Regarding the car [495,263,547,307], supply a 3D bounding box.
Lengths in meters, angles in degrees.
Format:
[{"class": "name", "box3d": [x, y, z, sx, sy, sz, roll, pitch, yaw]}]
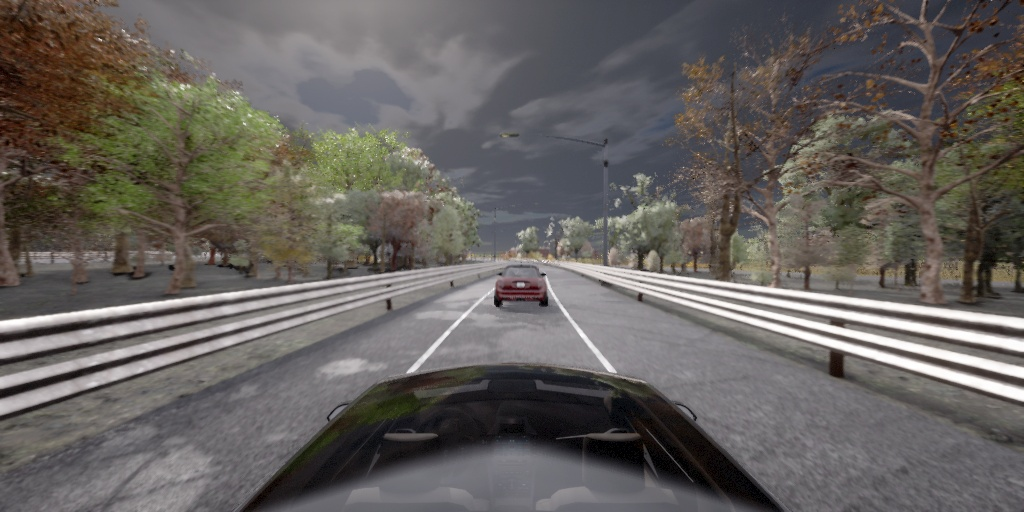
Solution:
[{"class": "car", "box3d": [0.440, 1.147, 16.024, 2.097, 1.767, 4.553, 0, 0, 3]}]
